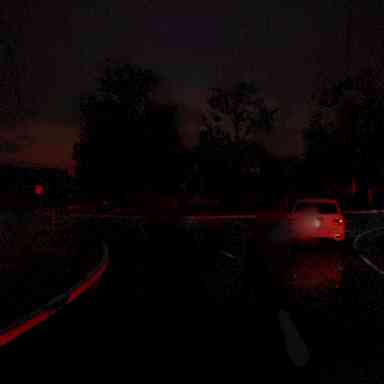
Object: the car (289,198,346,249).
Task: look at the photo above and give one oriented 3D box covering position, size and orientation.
[{"bbox_3d":[5.793,1.290,15.329,2.150,2.045,5.566,0,0,22],"label":"car"}]
